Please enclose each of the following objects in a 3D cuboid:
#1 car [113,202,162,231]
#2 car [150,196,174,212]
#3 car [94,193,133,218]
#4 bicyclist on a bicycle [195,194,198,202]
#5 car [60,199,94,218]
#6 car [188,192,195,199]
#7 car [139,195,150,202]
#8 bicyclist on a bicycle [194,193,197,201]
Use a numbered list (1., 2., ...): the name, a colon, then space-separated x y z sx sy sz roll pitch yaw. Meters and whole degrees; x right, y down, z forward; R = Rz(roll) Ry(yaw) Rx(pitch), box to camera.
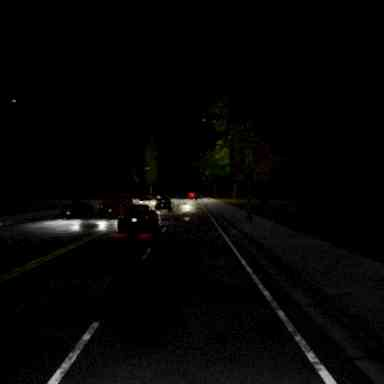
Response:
1. car: -3.149 1.505 20.151 1.994 1.385 4.181 0 0 0
2. car: -3.146 1.442 37.679 2.033 1.411 5.357 0 0 0
3. car: -6.597 1.138 29.547 2.150 2.045 5.566 0 0 0
4. bicyclist on a bicycle: 0.889 1.268 67.856 0.866 1.612 1.509 0 0 0
5. car: -9.846 1.408 28.924 2.128 1.511 4.902 0 0 0
6. car: 0.004 0.997 92.694 2.150 2.045 5.566 0 0 0
7. car: -9.747 1.358 69.255 1.994 1.385 4.181 0 0 0
8. bicyclist on a bicycle: 0.897 1.187 76.120 0.659 1.776 1.843 0 0 0
